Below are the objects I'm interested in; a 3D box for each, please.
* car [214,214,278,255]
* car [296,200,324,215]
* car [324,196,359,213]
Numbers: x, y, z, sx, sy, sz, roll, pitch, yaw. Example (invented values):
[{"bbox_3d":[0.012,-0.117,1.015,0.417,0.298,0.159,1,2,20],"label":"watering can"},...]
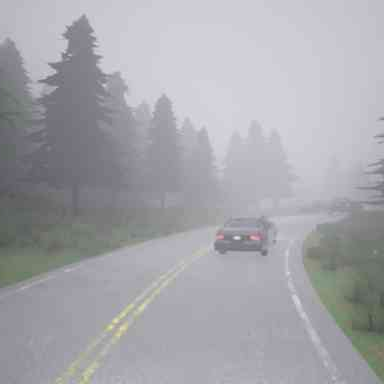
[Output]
[{"bbox_3d":[2.367,1.614,13.661,2.033,1.411,5.357,-2,-1,19],"label":"car"},{"bbox_3d":[12.854,1.583,35.339,1.882,1.535,5.008,-5,-2,43],"label":"car"},{"bbox_3d":[15.132,1.230,32.640,2.097,1.767,4.553,-5,-3,42],"label":"car"}]
